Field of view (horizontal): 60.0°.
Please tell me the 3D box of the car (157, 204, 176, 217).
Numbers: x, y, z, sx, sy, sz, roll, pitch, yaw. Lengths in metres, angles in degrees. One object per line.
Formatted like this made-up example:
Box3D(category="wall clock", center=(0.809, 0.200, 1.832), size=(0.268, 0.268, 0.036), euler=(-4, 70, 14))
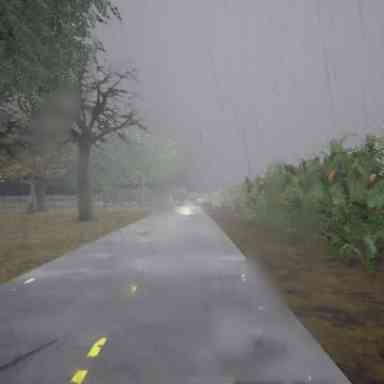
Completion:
Box3D(category="car", center=(-2.754, 2.016, 37.445), size=(2.033, 1.411, 5.357), euler=(0, -1, 0))
